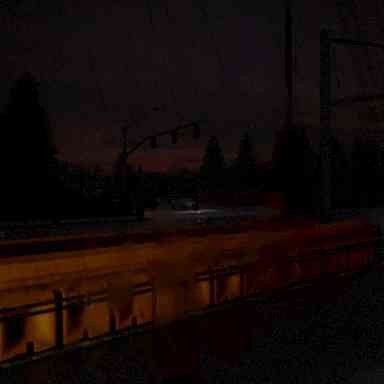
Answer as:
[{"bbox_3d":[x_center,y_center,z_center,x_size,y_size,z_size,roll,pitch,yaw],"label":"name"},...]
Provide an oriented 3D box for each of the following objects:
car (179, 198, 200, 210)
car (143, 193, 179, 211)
[{"bbox_3d":[-0.964,1.433,40.798,1.812,1.442,4.674,0,0,-36],"label":"car"},{"bbox_3d":[-4.274,1.143,39.404,2.150,2.045,5.566,0,0,-36],"label":"car"}]
